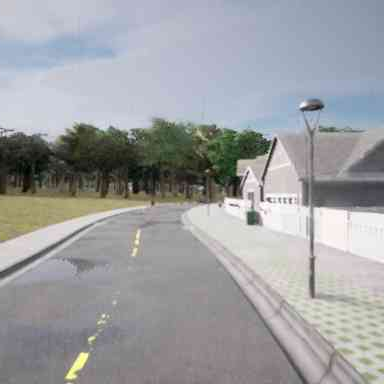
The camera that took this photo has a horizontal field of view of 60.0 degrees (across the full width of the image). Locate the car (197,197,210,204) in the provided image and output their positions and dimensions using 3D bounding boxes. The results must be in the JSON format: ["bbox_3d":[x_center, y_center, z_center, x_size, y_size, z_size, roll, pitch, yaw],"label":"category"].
[{"bbox_3d":[2.418,1.813,69.709,1.994,1.385,4.181,-1,-1,20],"label":"car"}]

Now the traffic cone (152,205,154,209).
[{"bbox_3d":[-5.452,2.017,46.182,0.340,0.580,0.340,0,0,7],"label":"traffic cone"}]
